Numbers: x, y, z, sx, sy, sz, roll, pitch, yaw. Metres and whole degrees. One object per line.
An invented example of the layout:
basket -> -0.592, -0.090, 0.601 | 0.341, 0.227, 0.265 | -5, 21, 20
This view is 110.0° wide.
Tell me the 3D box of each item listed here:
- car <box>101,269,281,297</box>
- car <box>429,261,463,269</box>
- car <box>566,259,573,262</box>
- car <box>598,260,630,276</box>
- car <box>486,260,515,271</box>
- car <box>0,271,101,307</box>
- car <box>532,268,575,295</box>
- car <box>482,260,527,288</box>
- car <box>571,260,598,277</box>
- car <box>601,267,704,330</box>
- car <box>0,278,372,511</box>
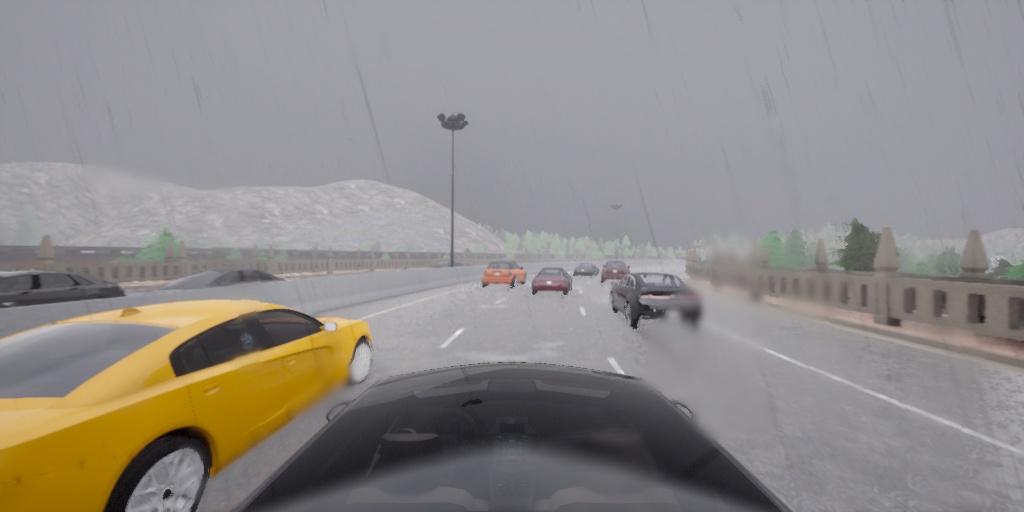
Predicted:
car -> -9.856, 1.204, 12.020 | 1.837, 1.490, 4.892 | 0, 0, 7
car -> -8.113, 1.275, 44.830 | 2.033, 1.411, 5.357 | 0, 0, 24
car -> 10.004, 1.346, 62.098 | 1.837, 1.490, 4.892 | 0, -1, 31
car -> 8.391, 1.164, 28.927 | 2.097, 1.767, 4.553 | 0, 0, 18
car -> -1.570, 1.274, 50.144 | 1.837, 1.490, 4.892 | 0, -1, 28
car -> -13.582, 1.182, 9.523 | 1.837, 1.490, 4.892 | 0, 0, 5
car -> 2.333, 1.337, 20.322 | 1.994, 1.385, 4.181 | 0, 0, 12
car -> -0.392, 1.112, 23.882 | 2.097, 1.767, 4.553 | 0, 0, 14
car -> 7.709, 1.376, 36.845 | 1.994, 1.385, 4.181 | 0, 0, 24
car -> 4.336, 1.272, 11.405 | 2.128, 1.511, 4.902 | 0, 0, 6
car -> -3.245, 1.210, 3.890 | 1.882, 1.535, 5.008 | 0, 0, 1
